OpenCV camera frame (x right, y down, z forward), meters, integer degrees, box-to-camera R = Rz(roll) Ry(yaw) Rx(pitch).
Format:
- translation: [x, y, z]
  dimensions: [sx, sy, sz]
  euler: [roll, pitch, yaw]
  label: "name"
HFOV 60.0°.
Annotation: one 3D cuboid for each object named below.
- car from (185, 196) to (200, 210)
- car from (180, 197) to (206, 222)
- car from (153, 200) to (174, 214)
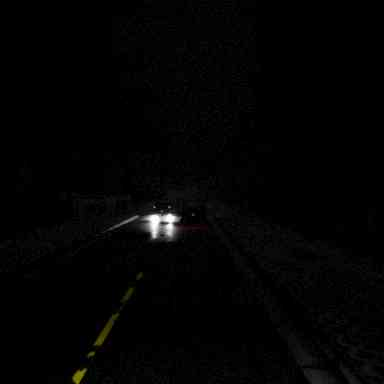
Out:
- translation: [0.067, 1.349, 42.246]
  dimensions: [1.882, 1.535, 5.008]
  euler: [0, 0, 0]
  label: "car"
- translation: [0.082, 1.402, 25.333]
  dimensions: [1.882, 1.535, 5.008]
  euler: [0, 0, 0]
  label: "car"
- translation: [-2.873, 1.506, 33.898]
  dimensions: [1.895, 1.301, 4.718]
  euler: [0, 0, 0]
  label: "car"
